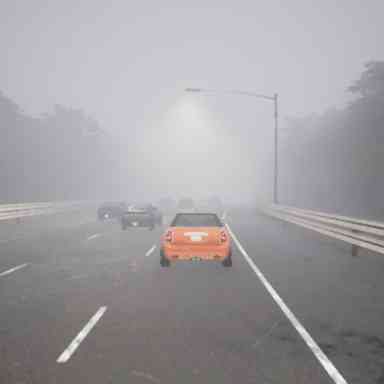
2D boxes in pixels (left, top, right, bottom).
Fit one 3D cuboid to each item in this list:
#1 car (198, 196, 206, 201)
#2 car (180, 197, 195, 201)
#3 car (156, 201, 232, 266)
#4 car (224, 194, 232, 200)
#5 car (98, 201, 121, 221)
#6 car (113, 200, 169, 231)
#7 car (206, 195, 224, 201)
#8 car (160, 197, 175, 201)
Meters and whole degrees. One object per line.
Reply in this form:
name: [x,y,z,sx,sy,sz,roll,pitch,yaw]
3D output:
car: [2.538,1.511,72.696,1.994,1.385,4.181,0,0,10]
car: [-0.748,1.501,48.343,1.837,1.490,4.892,0,0,7]
car: [0.179,1.352,11.674,2.097,1.767,4.553,0,0,2]
car: [8.793,1.531,87.344,1.895,1.301,4.718,0,0,12]
car: [-6.097,1.493,26.834,1.837,1.490,4.892,0,0,4]
car: [-2.948,1.485,20.362,2.128,1.511,4.902,0,0,3]
car: [4.186,1.351,60.137,2.097,1.767,4.553,0,0,8]
car: [-3.866,1.491,52.057,1.837,1.490,4.892,0,0,7]
